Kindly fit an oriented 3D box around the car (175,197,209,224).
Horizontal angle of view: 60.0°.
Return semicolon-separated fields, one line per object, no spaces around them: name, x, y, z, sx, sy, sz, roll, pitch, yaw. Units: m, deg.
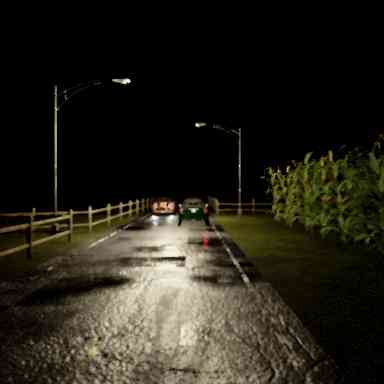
car;0.102;1.285;23.974;2.097;1.767;4.553;0;0;0

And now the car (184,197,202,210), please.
car;0.104;1.380;41.270;2.128;1.511;4.902;0;0;0

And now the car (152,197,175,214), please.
car;-2.746;1.285;33.518;2.097;1.767;4.553;0;0;0
